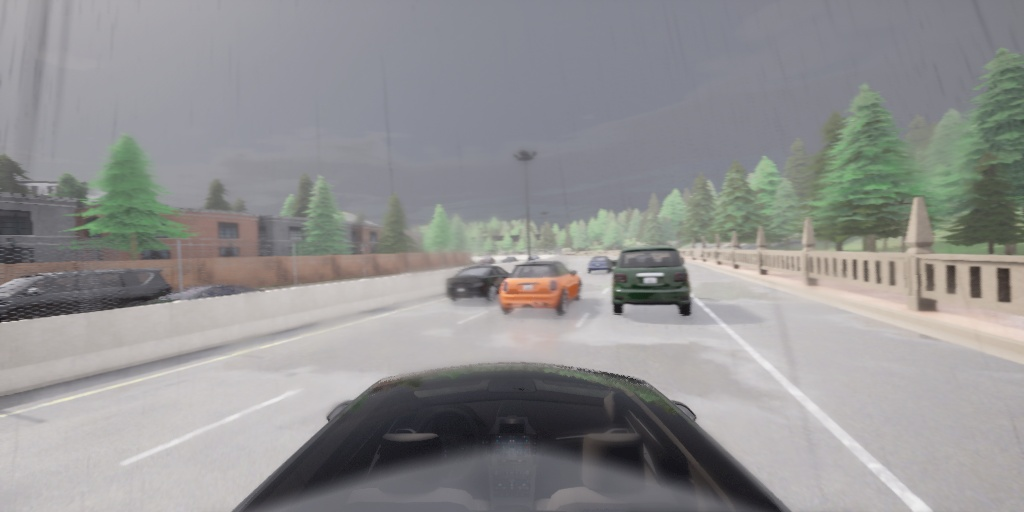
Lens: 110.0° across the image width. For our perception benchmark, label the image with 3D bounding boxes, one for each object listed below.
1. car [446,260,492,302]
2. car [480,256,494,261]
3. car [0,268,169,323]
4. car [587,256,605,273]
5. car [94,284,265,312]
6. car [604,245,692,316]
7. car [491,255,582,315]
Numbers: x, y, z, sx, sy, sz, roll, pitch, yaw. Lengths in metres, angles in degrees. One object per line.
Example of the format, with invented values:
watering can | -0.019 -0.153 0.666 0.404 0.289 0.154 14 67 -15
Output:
car | -1.205 1.152 16.639 1.882 1.535 5.008 -2 1 20
car | -3.620 0.796 53.506 1.812 1.442 4.674 -2 0 13
car | -14.433 1.509 11.407 2.150 2.045 5.566 -2 1 20
car | 7.726 0.714 31.259 2.033 1.411 5.357 -2 1 20
car | -10.456 1.675 12.109 1.994 1.385 4.181 -2 1 20
car | 4.582 0.685 12.072 2.150 2.045 5.566 -2 1 20
car | 1.223 0.952 13.055 2.097 1.767 4.553 -2 1 20
